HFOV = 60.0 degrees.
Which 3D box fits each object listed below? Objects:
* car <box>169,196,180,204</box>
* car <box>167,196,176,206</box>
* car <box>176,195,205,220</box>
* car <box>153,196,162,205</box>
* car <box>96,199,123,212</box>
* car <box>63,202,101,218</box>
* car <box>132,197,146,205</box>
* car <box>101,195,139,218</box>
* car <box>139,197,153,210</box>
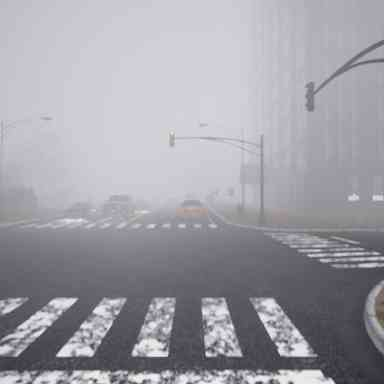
[{"bbox_3d":[-3.550,1.641,69.558,2.033,1.411,5.357,0,0,0],"label":"car"},{"bbox_3d":[-3.506,1.692,59.553,1.812,1.442,4.674,0,0,0],"label":"car"},{"bbox_3d":[-0.019,1.393,28.235,2.097,1.767,4.553,0,0,0],"label":"car"},{"bbox_3d":[-6.792,1.537,62.838,2.097,1.767,4.553,0,0,0],"label":"car"},{"bbox_3d":[-10.023,1.625,40.996,2.033,1.411,5.357,0,0,0],"label":"car"},{"bbox_3d":[-9.975,1.609,29.969,1.994,1.385,4.181,0,0,0],"label":"car"},{"bbox_3d":[-10.041,1.755,63.449,1.994,1.385,4.181,0,0,0],"label":"car"},{"bbox_3d":[-6.730,1.270,31.058,2.150,2.045,5.566,0,0,0],"label":"car"},{"bbox_3d":[-6.784,1.694,44.609,1.895,1.301,4.718,0,0,0],"label":"car"}]
